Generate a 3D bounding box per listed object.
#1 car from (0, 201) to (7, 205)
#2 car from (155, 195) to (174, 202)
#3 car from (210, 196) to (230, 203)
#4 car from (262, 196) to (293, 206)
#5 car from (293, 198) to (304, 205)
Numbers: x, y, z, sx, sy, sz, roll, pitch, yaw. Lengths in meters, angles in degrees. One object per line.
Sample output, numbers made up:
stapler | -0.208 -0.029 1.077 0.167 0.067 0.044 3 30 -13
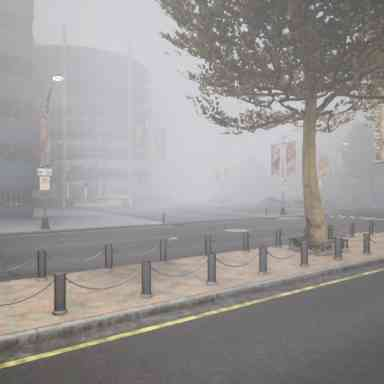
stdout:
car | -20.489 1.320 32.171 4.674 1.452 2.002 0 0 -34
car | -6.603 1.501 79.341 4.902 1.511 2.128 0 0 28
car | 5.764 1.478 69.161 1.882 1.535 5.008 0 0 -37
car | 14.141 1.477 56.725 1.882 1.535 5.008 0 0 -34
car | 18.963 1.600 56.148 1.895 1.301 4.718 0 0 -34
